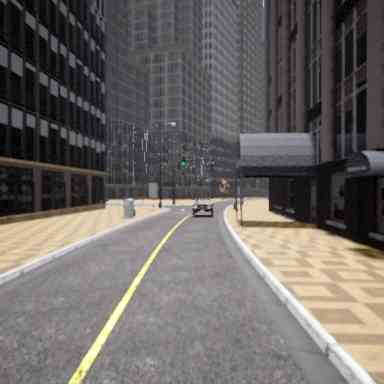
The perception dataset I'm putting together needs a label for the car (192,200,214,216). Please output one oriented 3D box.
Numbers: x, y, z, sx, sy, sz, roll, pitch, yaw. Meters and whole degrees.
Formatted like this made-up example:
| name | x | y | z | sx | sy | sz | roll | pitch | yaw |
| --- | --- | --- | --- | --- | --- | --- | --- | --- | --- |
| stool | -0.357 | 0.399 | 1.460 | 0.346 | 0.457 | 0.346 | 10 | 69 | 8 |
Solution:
| name | x | y | z | sx | sy | sz | roll | pitch | yaw |
| --- | --- | --- | --- | --- | --- | --- | --- | --- | --- |
| car | 1.075 | 1.351 | 30.702 | 1.895 | 1.301 | 4.718 | 0 | 0 | 5 |
